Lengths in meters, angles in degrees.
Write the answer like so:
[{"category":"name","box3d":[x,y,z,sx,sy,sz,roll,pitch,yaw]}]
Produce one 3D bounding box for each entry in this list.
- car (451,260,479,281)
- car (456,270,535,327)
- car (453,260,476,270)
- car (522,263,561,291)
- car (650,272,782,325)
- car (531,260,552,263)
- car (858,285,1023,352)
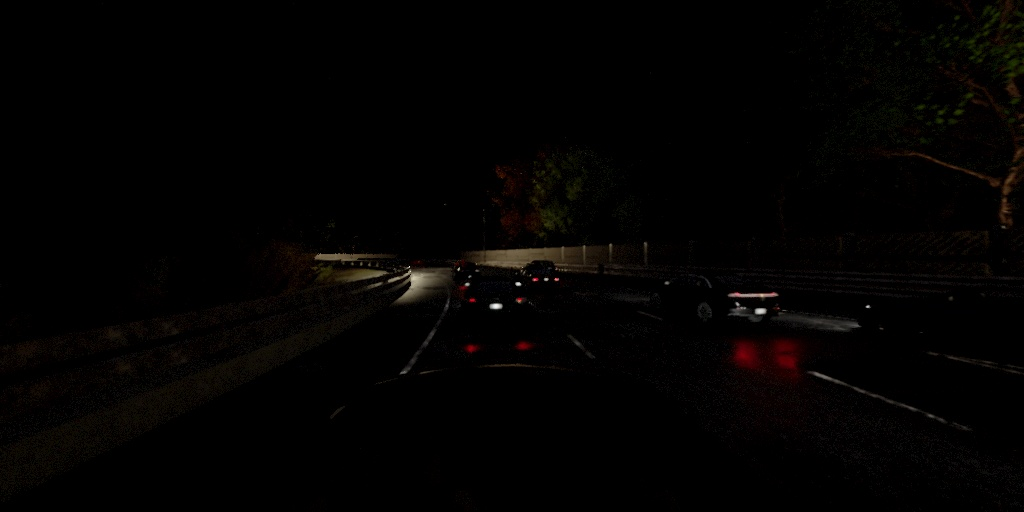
[{"category":"car","box3d":[-3.696,1.322,28.578,2.128,1.511,4.902,0,0,-15]},{"category":"car","box3d":[-0.609,1.344,11.742,1.994,1.385,4.181,0,0,-5]},{"category":"car","box3d":[-7.508,1.389,56.046,1.882,1.535,5.008,0,0,-29]},{"category":"car","box3d":[1.403,1.352,22.222,2.033,1.411,5.357,0,0,-11]},{"category":"car","box3d":[6.393,1.262,11.934,2.128,1.511,4.902,0,0,-5]},{"category":"car","box3d":[2.439,1.182,32.438,2.097,1.767,4.553,0,0,-17]},{"category":"car","box3d":[10.490,1.318,7.818,1.994,1.385,4.181,0,0,-23]}]
